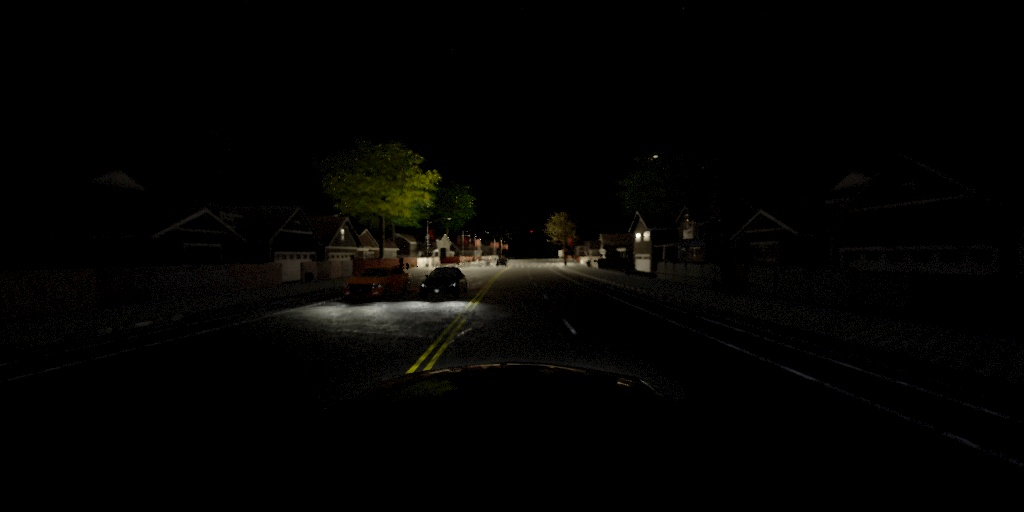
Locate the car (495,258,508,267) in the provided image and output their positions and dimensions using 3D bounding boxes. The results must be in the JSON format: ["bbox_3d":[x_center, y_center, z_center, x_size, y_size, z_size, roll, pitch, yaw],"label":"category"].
[{"bbox_3d":[-1.796,1.182,63.446,1.837,1.490,4.892,0,0,4],"label":"car"}]

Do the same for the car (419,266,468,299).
[{"bbox_3d":[-3.340,1.274,18.252,1.812,1.442,4.674,0,0,0],"label":"car"}]

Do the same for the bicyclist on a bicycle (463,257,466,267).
[{"bbox_3d":[-7.670,1.023,57.474,0.659,1.776,1.843,0,0,4],"label":"bicyclist on a bicycle"}]

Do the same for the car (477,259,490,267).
[{"bbox_3d":[-5.039,1.170,63.655,1.812,1.442,4.674,0,0,4],"label":"car"}]

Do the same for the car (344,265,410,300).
[{"bbox_3d":[-6.590,1.227,17.993,1.882,1.535,5.008,0,0,0],"label":"car"}]
